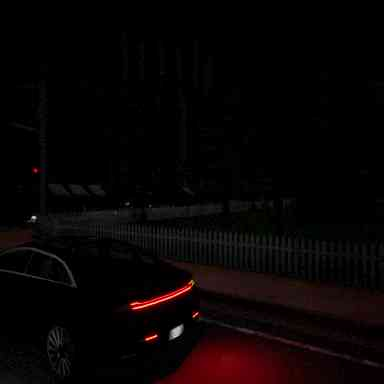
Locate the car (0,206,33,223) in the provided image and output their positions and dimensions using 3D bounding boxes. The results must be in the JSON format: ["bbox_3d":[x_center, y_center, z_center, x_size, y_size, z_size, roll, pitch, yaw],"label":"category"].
[{"bbox_3d":[-13.718,1.601,23.138,1.895,1.301,4.718,0,0,36],"label":"car"}]

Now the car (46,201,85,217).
[{"bbox_3d":[-12.409,1.564,31.888,1.994,1.385,4.181,0,0,34],"label":"car"}]

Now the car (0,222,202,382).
[{"bbox_3d":[-2.153,1.491,5.477,4.902,1.511,2.128,0,0,36],"label":"car"}]

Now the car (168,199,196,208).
[{"bbox_3d":[-1.432,1.601,48.131,1.895,1.301,4.718,0,0,34],"label":"car"}]

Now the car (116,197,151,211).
[{"bbox_3d":[-6.991,1.352,39.911,2.097,1.767,4.553,0,0,34],"label":"car"}]

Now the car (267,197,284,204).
[{"bbox_3d":[15.180,1.547,59.910,2.033,1.411,5.357,0,0,34],"label":"car"}]
